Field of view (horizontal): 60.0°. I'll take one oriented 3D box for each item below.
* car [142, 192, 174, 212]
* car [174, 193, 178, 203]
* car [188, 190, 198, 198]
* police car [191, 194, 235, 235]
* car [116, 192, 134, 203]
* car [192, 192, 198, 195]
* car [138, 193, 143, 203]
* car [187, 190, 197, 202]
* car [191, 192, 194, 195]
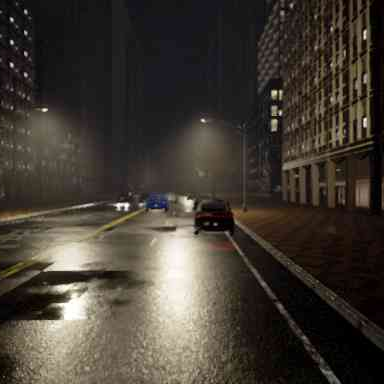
[{"bbox_3d":[-3.047,0.989,30.746,1.882,1.535,5.008,0,0,0],"label":"car"},{"bbox_3d":[-2.991,0.779,47.015,1.812,1.442,4.674,0,1,0],"label":"car"},{"bbox_3d":[0.230,0.397,67.916,1.882,1.535,5.008,0,1,0],"label":"car"},{"bbox_3d":[1.032,1.152,17.076,1.930,1.638,5.238,0,1,0],"label":"police car"},{"bbox_3d":[-9.660,0.729,48.207,2.128,1.511,4.902,0,1,0],"label":"car"},{"bbox_3d":[1.066,1.048,26.967,1.882,1.535,5.008,0,1,0],"label":"car"},{"bbox_3d":[-6.418,0.792,47.617,2.033,1.411,5.357,0,1,0],"label":"car"},{"bbox_3d":[0.175,0.670,51.766,2.128,1.511,4.902,0,1,0],"label":"car"},{"bbox_3d":[1.086,1.001,32.967,1.812,1.442,4.674,0,1,0],"label":"car"}]
